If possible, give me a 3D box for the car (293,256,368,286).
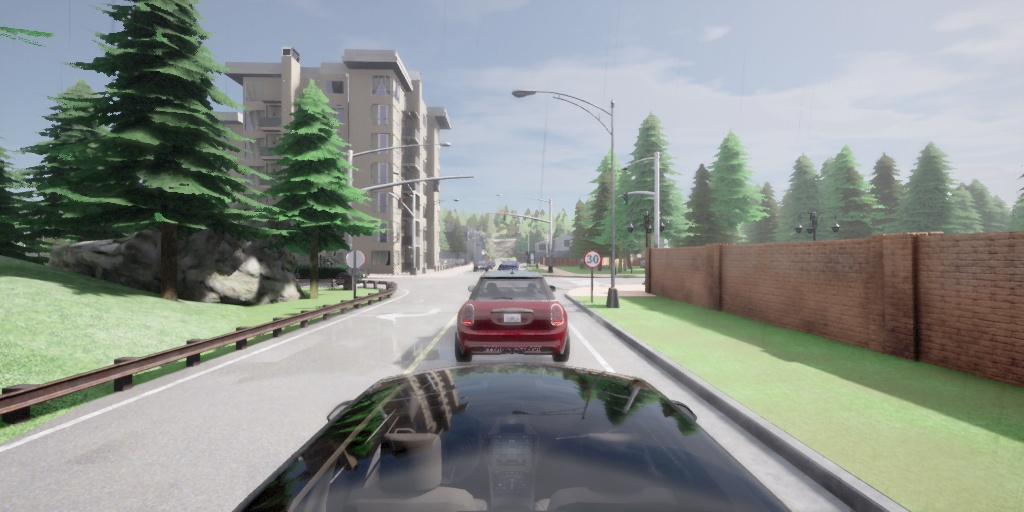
[{"bbox_3d":[-13.114,0.986,25.049,5.566,2.045,2.150,0,0,-1],"label":"car"}]

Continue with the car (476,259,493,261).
[{"bbox_3d":[-3.983,1.241,46.694,2.128,1.511,4.902,0,0,-1],"label":"car"}]

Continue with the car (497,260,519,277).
[{"bbox_3d":[-0.318,1.227,37.456,1.882,1.535,5.008,0,0,4],"label":"car"}]

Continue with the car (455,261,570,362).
[{"bbox_3d":[0.005,1.102,8.373,2.097,1.767,4.553,0,0,0],"label":"car"}]
